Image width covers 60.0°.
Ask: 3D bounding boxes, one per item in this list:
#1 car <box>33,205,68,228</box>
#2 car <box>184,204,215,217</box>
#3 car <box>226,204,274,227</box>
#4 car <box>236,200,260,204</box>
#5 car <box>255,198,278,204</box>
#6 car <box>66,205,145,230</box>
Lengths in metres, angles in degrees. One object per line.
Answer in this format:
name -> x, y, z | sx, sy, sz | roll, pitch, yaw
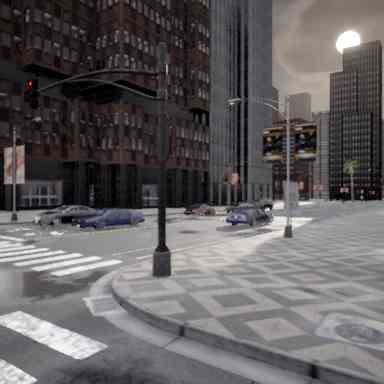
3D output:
car -> -8.963, 1.712, 24.205 | 2.128, 1.511, 4.902 | 0, -1, 35
car -> 0.867, 2.032, 38.074 | 1.994, 1.385, 4.181 | 0, -1, 35
car -> 4.641, 1.924, 26.217 | 2.033, 1.411, 5.357 | 0, -1, 35
car -> 5.812, 2.009, 39.423 | 1.882, 1.535, 5.008 | 0, -1, 35
car -> 10.931, 1.940, 52.121 | 2.150, 2.045, 5.566 | 0, -1, 35
car -> -5.668, 1.790, 23.236 | 2.033, 1.411, 5.357 | 0, -1, 35
